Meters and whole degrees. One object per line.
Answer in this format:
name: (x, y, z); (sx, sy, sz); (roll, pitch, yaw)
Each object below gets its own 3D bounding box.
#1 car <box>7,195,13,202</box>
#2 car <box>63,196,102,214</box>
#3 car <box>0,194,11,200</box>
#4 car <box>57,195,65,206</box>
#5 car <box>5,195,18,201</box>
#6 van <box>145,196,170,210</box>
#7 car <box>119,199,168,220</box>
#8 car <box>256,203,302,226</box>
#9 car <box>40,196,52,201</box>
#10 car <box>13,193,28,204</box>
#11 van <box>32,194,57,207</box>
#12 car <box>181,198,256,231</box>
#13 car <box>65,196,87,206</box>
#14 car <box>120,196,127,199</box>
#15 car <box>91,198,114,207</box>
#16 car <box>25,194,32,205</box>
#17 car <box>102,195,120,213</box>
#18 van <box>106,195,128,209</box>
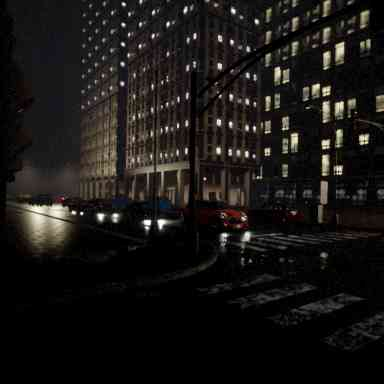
car: (-37.087, 1.396, 69.723); (1.947, 1.339, 4.313); (1, -1, -35)
car: (-10.913, 1.426, 32.886); (2.008, 1.369, 4.403); (1, -1, -35)
car: (-46.805, 1.365, 83.400); (1.752, 1.417, 4.829); (1, -1, -35)
car: (-15.977, 1.404, 44.563); (2.128, 1.511, 4.902); (1, -1, -35)
car: (-40.358, 1.377, 74.327); (2.008, 1.369, 4.403); (1, -1, -35)
van: (-4.079, 1.381, 37.741); (1.690, 1.788, 3.998); (1, -1, -35)
car: (-4.123, 1.501, 27.799); (1.994, 1.385, 4.181); (1, -1, -35)
car: (5.735, 1.504, 23.926); (1.967, 1.590, 4.097); (1, -1, -35)
car: (-36.801, 1.569, 83.784); (1.802, 1.307, 4.206); (1, -1, -35)
car: (-30.539, 1.154, 60.516); (2.192, 1.841, 5.009); (1, -1, -35)
van: (-20.725, 1.196, 46.702); (1.690, 1.788, 3.998); (1, -1, -35)
car: (1.290, 1.302, 20.190); (2.097, 1.767, 4.553); (1, -1, -35)
car: (-18.924, 1.455, 54.157); (2.128, 1.511, 4.902); (1, -1, -35)
car: (-7.354, 1.583, 42.343); (2.008, 1.369, 4.403); (1, -1, -35)
car: (-13.898, 1.585, 51.552); (1.947, 1.339, 4.313); (1, -1, -35)
car: (-24.000, 1.432, 51.304); (1.802, 1.307, 4.206); (1, -1, -35)
car: (-9.988, 1.401, 36.068); (1.882, 1.535, 5.008); (1, -1, -36)
van: (-10.622, 1.367, 46.950); (1.690, 1.788, 3.998); (1, -1, -35)
